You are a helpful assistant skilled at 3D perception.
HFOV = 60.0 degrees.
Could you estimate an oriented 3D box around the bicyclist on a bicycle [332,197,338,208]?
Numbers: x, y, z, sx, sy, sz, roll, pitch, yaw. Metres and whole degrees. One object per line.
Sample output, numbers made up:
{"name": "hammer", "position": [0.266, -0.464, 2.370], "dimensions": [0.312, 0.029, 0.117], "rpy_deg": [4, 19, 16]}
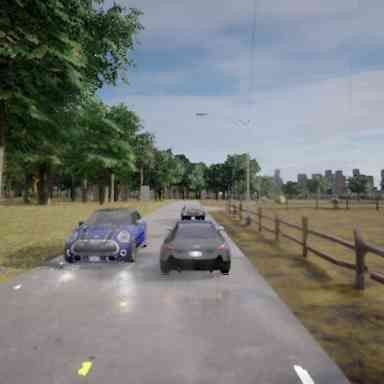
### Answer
{"name": "bicyclist on a bicycle", "position": [19.894, 1.542, 46.185], "dimensions": [0.582, 1.620, 1.656], "rpy_deg": [0, 0, 0]}

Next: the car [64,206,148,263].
{"name": "car", "position": [-2.855, 1.369, 11.962], "dimensions": [2.097, 1.767, 4.553], "rpy_deg": [0, 0, 0]}

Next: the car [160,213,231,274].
{"name": "car", "position": [0.091, 1.579, 10.649], "dimensions": [1.994, 1.385, 4.181], "rpy_deg": [0, 0, 0]}

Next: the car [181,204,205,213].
{"name": "car", "position": [0.086, 1.662, 27.028], "dimensions": [1.895, 1.301, 4.718], "rpy_deg": [0, 0, 0]}
